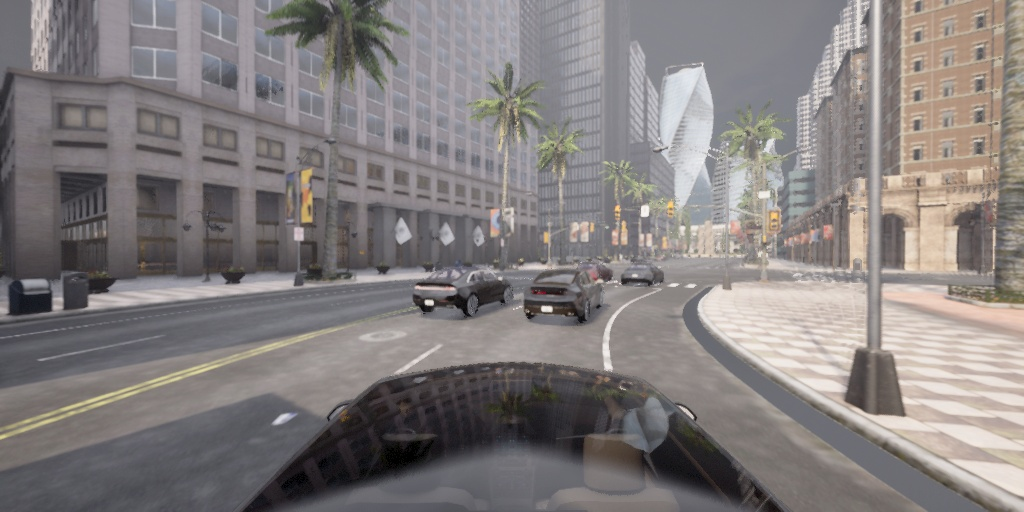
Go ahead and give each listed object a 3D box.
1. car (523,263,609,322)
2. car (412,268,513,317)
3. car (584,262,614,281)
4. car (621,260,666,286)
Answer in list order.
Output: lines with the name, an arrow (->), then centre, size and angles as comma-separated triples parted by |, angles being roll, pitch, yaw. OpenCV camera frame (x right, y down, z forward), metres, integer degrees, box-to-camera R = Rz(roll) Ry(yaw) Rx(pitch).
car -> 1.884, 1.178, 12.091 | 1.837, 1.490, 4.892 | 0, 1, 23
car -> -1.541, 1.159, 12.916 | 2.128, 1.511, 4.902 | 0, 1, 22
car -> 5.763, 1.136, 25.553 | 1.994, 1.385, 4.181 | 0, 1, 34
car -> 8.637, 1.149, 23.558 | 1.994, 1.385, 4.181 | 0, 1, 34
